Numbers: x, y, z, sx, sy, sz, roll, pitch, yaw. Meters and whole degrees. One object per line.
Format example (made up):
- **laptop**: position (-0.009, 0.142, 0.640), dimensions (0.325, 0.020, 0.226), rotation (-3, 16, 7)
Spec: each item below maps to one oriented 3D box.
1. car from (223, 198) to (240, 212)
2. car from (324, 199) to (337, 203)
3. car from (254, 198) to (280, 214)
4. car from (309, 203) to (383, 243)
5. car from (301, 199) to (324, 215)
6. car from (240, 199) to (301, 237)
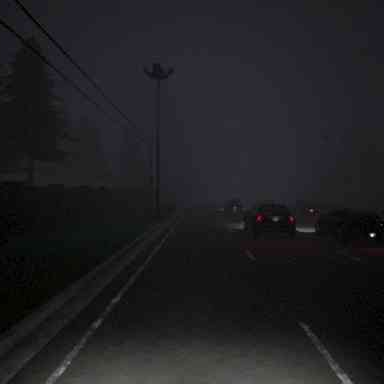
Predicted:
- **car**: position (4.769, 1.504, 38.982), dimensions (1.837, 1.490, 4.892), rotation (0, 0, 2)
- **car**: position (15.222, 1.573, 37.733), dimensions (1.812, 1.442, 4.674), rotation (0, 0, 2)
- **car**: position (8.201, 1.494, 36.743), dimensions (1.882, 1.535, 5.008), rotation (0, 0, 2)
- **car**: position (7.571, 1.530, 16.245), dimensions (1.837, 1.490, 4.892), rotation (0, 0, 2)
- **car**: position (11.635, 1.538, 34.541), dimensions (1.837, 1.490, 4.892), rotation (0, 0, 2)
- **car**: position (4.131, 1.360, 18.247), dimensions (2.097, 1.767, 4.553), rotation (0, 0, 2)
